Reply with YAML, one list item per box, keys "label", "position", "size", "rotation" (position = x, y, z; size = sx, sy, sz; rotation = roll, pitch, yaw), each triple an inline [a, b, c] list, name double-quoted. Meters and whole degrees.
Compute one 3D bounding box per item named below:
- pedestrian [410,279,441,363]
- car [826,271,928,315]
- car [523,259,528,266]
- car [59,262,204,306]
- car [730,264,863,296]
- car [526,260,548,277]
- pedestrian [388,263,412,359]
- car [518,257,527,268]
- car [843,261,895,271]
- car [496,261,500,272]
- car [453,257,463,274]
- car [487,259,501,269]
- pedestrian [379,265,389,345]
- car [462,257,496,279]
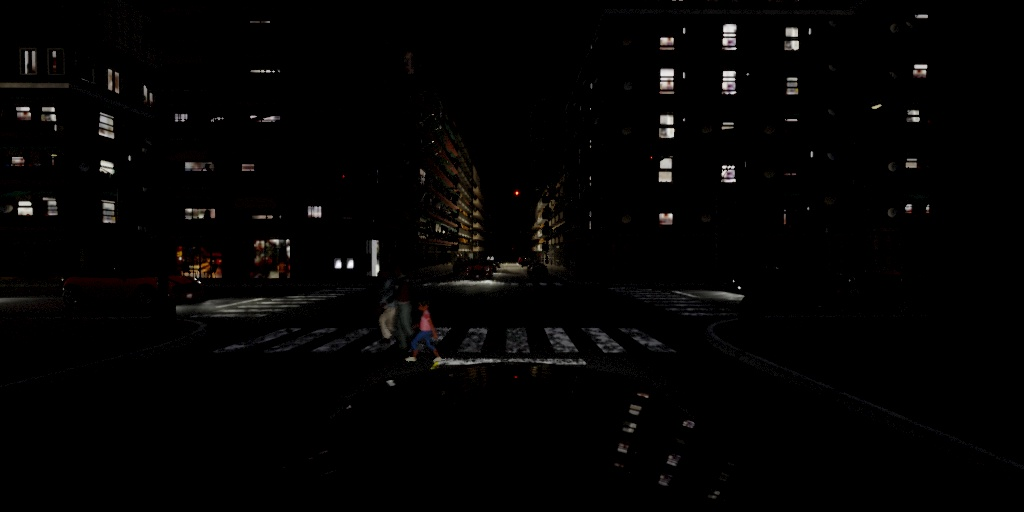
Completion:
- label: "pedestrian"
  position: [-1.583, 1.042, 6.650]
  size: [0.375, 1.860, 0.375]
  rotation: [-1, 1, 0]
- label: "car"
  position: [14.726, 1.348, 13.267]
  size: [4.313, 1.339, 1.948]
  rotation: [0, 0, -1]
- label: "car"
  position: [2.556, 1.288, 40.105]
  size: [2.007, 1.370, 4.403]
  rotation: [0, 0, 0]
- label: "car"
  position: [-16.081, 1.130, 15.399]
  size: [4.553, 1.767, 2.097]
  rotation: [0, 1, 0]
- label: "car"
  position: [14.478, 1.258, 18.672]
  size: [5.357, 1.411, 2.033]
  rotation: [0, 1, -1]
- label: "car"
  position: [2.557, 1.321, 34.566]
  size: [1.802, 1.307, 4.207]
  rotation: [0, 0, 0]
- label: "pedestrian"
  position: [-2.186, 1.043, 7.222]
  size: [0.375, 1.860, 0.375]
  rotation: [-1, 1, 0]
- label: "car"
  position: [2.551, 1.272, 62.262]
  size: [1.888, 1.381, 4.507]
  rotation: [0, 0, 0]
- label: "car"
  position: [20.240, 1.111, 21.198]
  size: [4.097, 1.591, 1.967]
  rotation: [0, 0, -1]
- label: "car"
  position: [-2.852, 1.241, 43.782]
  size: [1.837, 1.490, 4.892]
  rotation: [0, 0, 0]
- label: "car"
  position: [-5.325, 1.052, 40.162]
  size: [2.192, 1.841, 5.009]
  rotation: [0, 0, 0]
- label: "car"
  position: [-2.843, 1.277, 57.388]
  size: [2.033, 1.411, 5.357]
  rotation: [0, 0, 0]
- label: "pedestrian"
  position: [-2.593, 1.042, 7.847]
  size: [0.375, 1.860, 0.375]
  rotation: [-1, 1, 0]
- label: "car"
  position: [-2.851, 1.093, 31.871]
  size: [2.097, 1.767, 4.553]
  rotation: [0, 0, 0]
